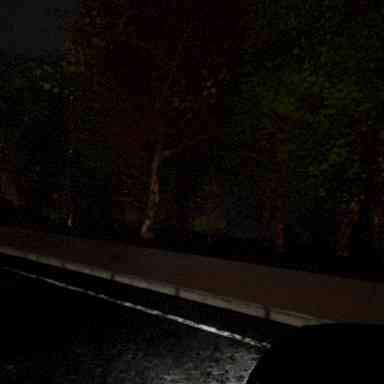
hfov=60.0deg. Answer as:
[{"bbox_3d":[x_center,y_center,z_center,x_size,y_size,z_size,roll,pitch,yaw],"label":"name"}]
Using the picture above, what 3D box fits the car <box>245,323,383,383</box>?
[{"bbox_3d":[2.347,1.576,2.011,4.181,1.385,1.994,1,1,36],"label":"car"}]
